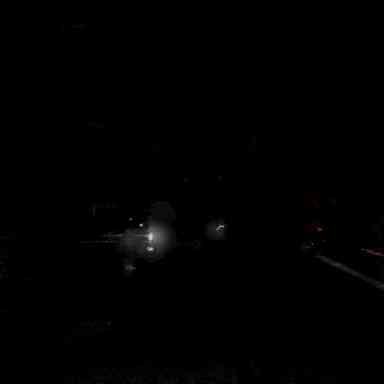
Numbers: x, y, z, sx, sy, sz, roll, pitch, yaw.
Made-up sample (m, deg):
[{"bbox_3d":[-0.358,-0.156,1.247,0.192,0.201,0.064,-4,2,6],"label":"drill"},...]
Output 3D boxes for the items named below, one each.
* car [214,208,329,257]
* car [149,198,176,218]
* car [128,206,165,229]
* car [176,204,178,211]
[{"bbox_3d":[3.233,1.540,13.827,4.553,1.767,2.097,0,-1,25],"label":"car"},{"bbox_3d":[-3.261,1.689,35.525,2.150,2.045,5.566,0,-1,1],"label":"car"},{"bbox_3d":[-3.366,1.924,24.376,1.895,1.301,4.718,0,-1,1],"label":"car"},{"bbox_3d":[-3.126,2.242,49.010,1.895,1.301,4.718,0,-1,1],"label":"car"}]
